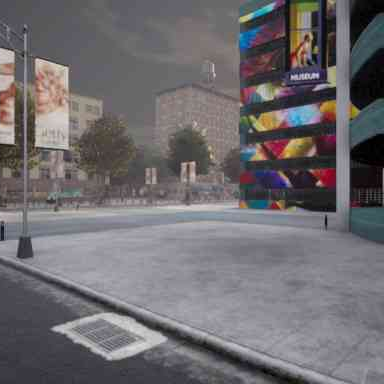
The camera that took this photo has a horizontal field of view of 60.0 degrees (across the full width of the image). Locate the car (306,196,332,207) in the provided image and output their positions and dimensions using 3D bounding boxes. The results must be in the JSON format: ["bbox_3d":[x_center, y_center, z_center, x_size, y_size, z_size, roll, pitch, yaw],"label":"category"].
[{"bbox_3d":[19.548,1.408,51.047,2.161,1.482,4.786,0,0,43],"label":"car"}]

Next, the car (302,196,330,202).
[{"bbox_3d":[14.241,1.316,39.317,2.002,1.452,4.674,0,0,43],"label":"car"}]
